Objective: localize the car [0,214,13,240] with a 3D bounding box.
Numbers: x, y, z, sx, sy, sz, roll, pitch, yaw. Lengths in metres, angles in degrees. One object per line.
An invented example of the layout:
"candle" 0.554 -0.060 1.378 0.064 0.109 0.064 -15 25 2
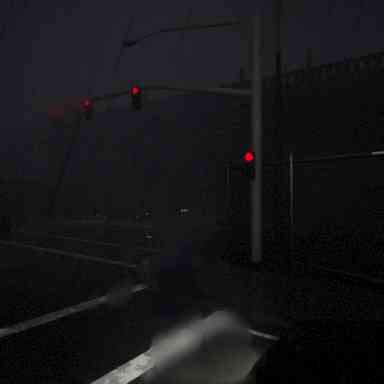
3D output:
"car" -10.352 1.519 14.512 2.128 1.511 4.902 0 0 22

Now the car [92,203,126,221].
"car" -6.270 1.620 27.843 1.994 1.385 4.181 0 0 35

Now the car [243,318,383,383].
"car" 2.940 1.547 1.869 5.357 1.411 2.033 0 0 36

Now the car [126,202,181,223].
"car" -2.726 1.581 26.782 1.812 1.442 4.674 0 0 35

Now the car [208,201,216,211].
"car" 3.884 1.581 42.084 1.812 1.442 4.674 0 0 35
